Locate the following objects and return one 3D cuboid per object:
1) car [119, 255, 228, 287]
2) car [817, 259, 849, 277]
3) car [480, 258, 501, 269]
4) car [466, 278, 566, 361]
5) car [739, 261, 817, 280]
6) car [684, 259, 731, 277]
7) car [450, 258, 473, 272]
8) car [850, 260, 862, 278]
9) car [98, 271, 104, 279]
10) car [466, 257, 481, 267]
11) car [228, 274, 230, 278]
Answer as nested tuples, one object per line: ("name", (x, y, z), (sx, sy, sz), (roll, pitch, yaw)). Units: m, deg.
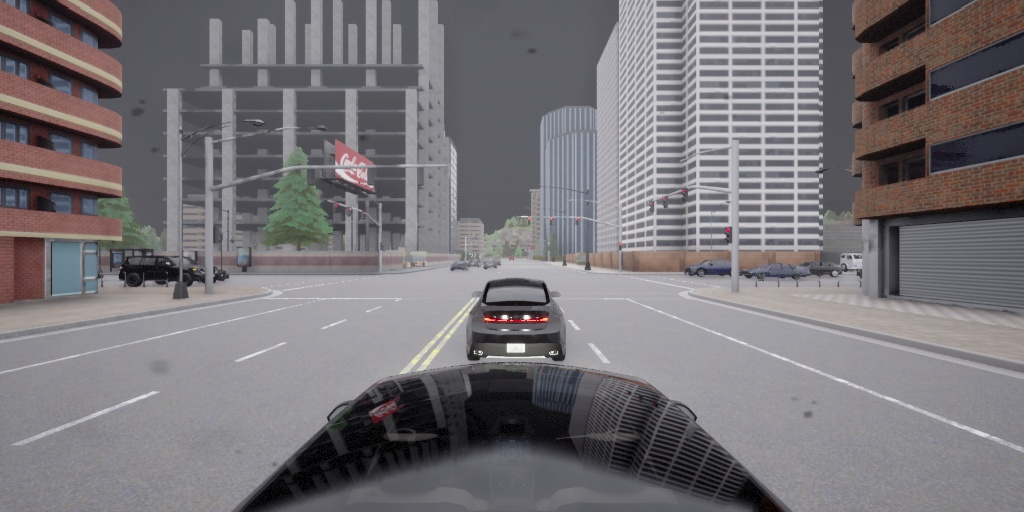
("car", (-22.808, 0.975, 24.014), (5.566, 2.045, 2.150), (0, 0, 0))
("car", (29.072, 1.259, 34.719), (4.892, 1.490, 1.837), (0, 0, 0))
("car", (-3.314, 1.249, 55.873), (2.128, 1.511, 4.902), (0, 0, 0))
("car", (0.095, 1.256, 8.266), (1.837, 1.490, 4.892), (0, 0, 1))
("car", (22.812, 1.301, 31.228), (5.357, 1.411, 2.033), (0, 0, 0))
("car", (19.223, 1.106, 34.726), (4.553, 1.767, 2.097), (0, 0, 0))
("car", (-6.865, 1.302, 47.194), (2.033, 1.411, 5.357), (0, 0, 0))
("car", (32.724, 1.317, 31.215), (4.181, 1.385, 1.994), (0, 0, 0))
("car", (-34.871, 1.300, 27.513), (5.357, 1.411, 2.033), (0, 0, 0))
("car", (-6.739, 1.248, 64.453), (2.128, 1.511, 4.902), (0, 0, 1))
("car", (-24.284, 1.317, 27.514), (4.181, 1.385, 1.994), (0, 0, 0))
